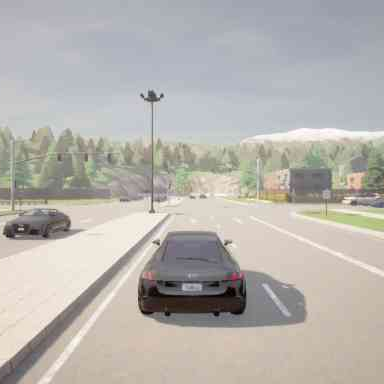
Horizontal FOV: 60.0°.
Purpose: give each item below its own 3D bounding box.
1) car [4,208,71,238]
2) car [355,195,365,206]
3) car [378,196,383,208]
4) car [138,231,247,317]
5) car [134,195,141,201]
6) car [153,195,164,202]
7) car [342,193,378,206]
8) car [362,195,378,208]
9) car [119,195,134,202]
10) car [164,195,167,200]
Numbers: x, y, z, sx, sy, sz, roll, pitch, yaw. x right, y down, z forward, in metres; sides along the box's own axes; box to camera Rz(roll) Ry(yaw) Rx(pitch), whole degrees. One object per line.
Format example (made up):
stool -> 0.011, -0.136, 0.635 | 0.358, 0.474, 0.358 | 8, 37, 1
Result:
car -> -8.013, 1.564, 17.625 | 1.994, 1.385, 4.181 | 0, 0, 1
car -> 28.112, 1.548, 50.051 | 5.357, 1.411, 2.033 | 0, 0, 0
car -> 27.815, 1.221, 43.047 | 5.566, 2.045, 2.150 | 0, 0, 0
car -> 0.003, 1.563, 7.579 | 1.994, 1.385, 4.181 | 0, 0, 0
car -> -14.958, 1.500, 84.961 | 1.837, 1.490, 4.892 | 0, 0, 0
car -> -7.964, 1.524, 74.216 | 1.812, 1.442, 4.674 | 0, 0, 0
car -> 27.257, 1.221, 53.542 | 5.566, 2.045, 2.150 | 0, 0, 0
car -> 27.355, 1.548, 46.546 | 5.357, 1.411, 2.033 | 0, 0, 0
car -> -14.964, 1.540, 74.580 | 2.033, 1.411, 5.357 | 0, 0, 0
car -> -7.959, 1.524, 83.826 | 1.812, 1.442, 4.674 | 0, 0, 0
